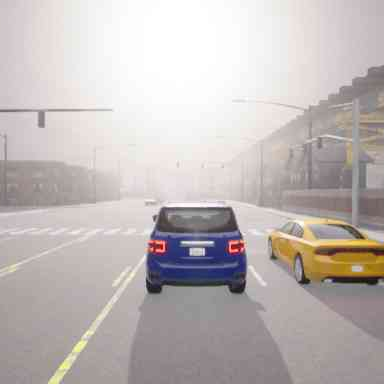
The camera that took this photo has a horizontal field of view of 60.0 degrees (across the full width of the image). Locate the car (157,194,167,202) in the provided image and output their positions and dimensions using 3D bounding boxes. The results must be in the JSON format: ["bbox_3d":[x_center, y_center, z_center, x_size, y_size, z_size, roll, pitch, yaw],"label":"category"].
[{"bbox_3d":[-6.985,1.421,77.884,2.097,1.767,4.553,0,0,0],"label":"car"}]

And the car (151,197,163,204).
[{"bbox_3d":[-7.001,1.656,67.572,1.895,1.301,4.718,0,0,1],"label":"car"}]

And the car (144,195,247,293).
[{"bbox_3d":[0.066,1.233,9.016,2.150,2.045,5.566,0,0,-1],"label":"car"}]

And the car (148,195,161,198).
[{"bbox_3d":[-7.062,1.592,57.953,2.033,1.411,5.357,0,0,0],"label":"car"}]

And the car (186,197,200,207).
[{"bbox_3d":[0.131,1.607,53.307,2.033,1.411,5.357,0,0,0],"label":"car"}]

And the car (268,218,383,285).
[{"bbox_3d":[3.566,1.500,9.641,1.882,1.535,5.008,0,0,0],"label":"car"}]
